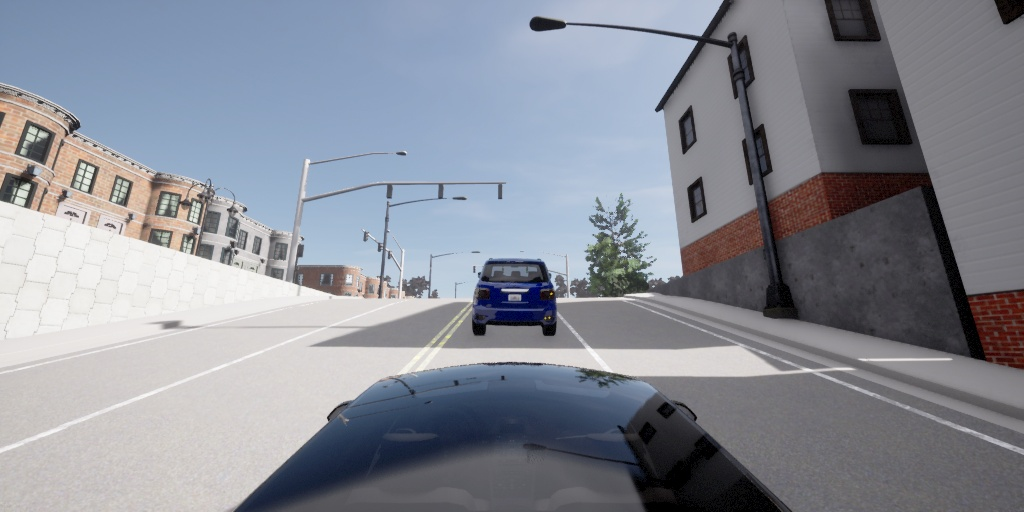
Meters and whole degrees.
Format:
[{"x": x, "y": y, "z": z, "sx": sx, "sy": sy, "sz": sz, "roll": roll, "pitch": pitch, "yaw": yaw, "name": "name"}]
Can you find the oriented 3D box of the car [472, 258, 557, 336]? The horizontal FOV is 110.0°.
[{"x": 0.076, "y": 1.097, "z": 11.024, "sx": 2.150, "sy": 2.045, "sz": 5.566, "roll": 1, "pitch": -1, "yaw": 0, "name": "car"}]
